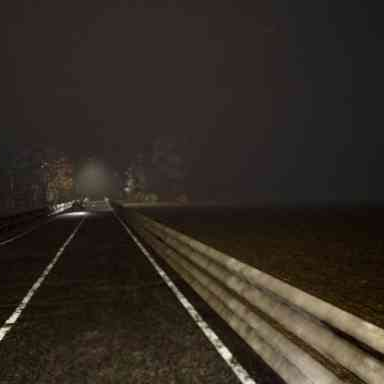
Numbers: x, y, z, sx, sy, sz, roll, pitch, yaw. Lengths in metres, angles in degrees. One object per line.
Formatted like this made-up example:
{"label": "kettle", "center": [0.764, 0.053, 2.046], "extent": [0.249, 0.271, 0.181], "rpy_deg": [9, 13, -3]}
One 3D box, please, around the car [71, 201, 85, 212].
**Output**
{"label": "car", "center": [-16.991, 2.154, 49.731], "extent": [2.128, 1.511, 4.902], "rpy_deg": [-3, 0, -15]}
